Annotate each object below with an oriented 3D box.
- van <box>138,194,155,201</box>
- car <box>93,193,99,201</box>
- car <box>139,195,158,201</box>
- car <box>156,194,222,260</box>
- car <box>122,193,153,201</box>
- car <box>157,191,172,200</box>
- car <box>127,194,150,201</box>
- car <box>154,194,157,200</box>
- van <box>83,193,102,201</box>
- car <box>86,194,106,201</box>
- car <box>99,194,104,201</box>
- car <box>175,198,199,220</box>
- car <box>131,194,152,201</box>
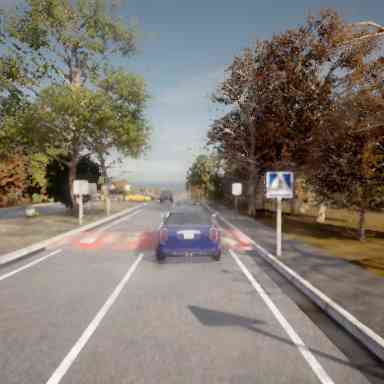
[{"bbox_3d":[-12.184,1.450,89.784,4.442,1.987,1.878,0,-1,-1],"label":"van"},{"bbox_3d":[-24.902,1.094,75.879,5.566,2.045,2.435,0,-1,-1],"label":"car"},{"bbox_3d":[-12.128,1.747,92.555,5.008,1.535,2.097,0,-1,-1],"label":"car"},{"bbox_3d":[-0.130,1.244,12.439,2.097,1.767,4.553,-1,4,-1],"label":"car"},{"bbox_3d":[-11.497,1.223,70.375,5.366,1.575,1.946,0,-1,-1],"label":"car"},{"bbox_3d":[-4.390,0.860,57.693,2.150,2.045,5.566,0,0,-1],"label":"car"},{"bbox_3d":[-11.743,1.275,73.139,4.892,1.521,2.231,0,-1,-1],"label":"car"},{"bbox_3d":[-11.874,1.210,81.463,5.566,2.045,2.435,0,-1,-1],"label":"car"},{"bbox_3d":[-25.156,1.325,84.179,4.442,1.987,1.878,0,-1,-1],"label":"van"},{"bbox_3d":[-25.062,1.496,86.948,4.553,1.767,2.185,0,-1,-1],"label":"car"},{"bbox_3d":[-24.977,1.481,81.407,4.892,1.521,2.231,0,-1,-1],"label":"car"},{"bbox_3d":[-0.430,1.329,27.653,1.837,1.490,4.892,0,1,-1],"label":"car"},{"bbox_3d":[-11.879,1.268,78.688,4.553,1.767,2.185,0,-1,-1],"label":"car"}]
